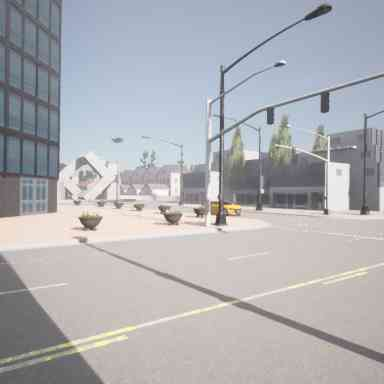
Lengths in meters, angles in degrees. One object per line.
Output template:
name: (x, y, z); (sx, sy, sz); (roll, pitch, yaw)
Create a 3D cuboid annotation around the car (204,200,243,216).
car: (2.991, 1.564, 33.674); (1.882, 1.535, 5.008); (1, -1, -35)
